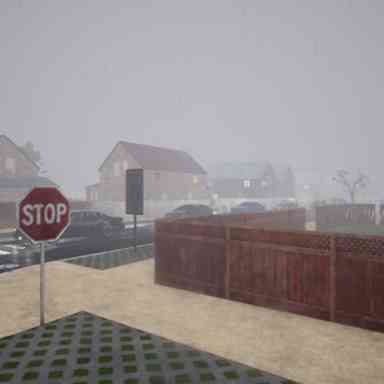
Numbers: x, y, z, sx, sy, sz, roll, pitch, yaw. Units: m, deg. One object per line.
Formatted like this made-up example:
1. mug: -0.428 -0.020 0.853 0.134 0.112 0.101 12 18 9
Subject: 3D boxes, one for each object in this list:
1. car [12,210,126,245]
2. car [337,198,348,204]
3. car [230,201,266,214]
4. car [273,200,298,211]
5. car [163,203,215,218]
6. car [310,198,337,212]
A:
1. car: -5.791 1.610 16.436 2.033 1.411 5.357 0 0 37
2. car: 22.894 1.730 51.687 2.097 1.767 4.553 0 0 32
3. car: 5.463 1.660 32.224 1.882 1.535 5.008 0 0 35
4. car: 11.525 1.746 40.727 2.128 1.511 4.902 0 0 35
5. car: -0.112 1.626 24.374 1.837 1.490 4.892 0 0 35
6. car: 16.856 1.793 43.220 2.128 1.511 4.902 0 0 35
